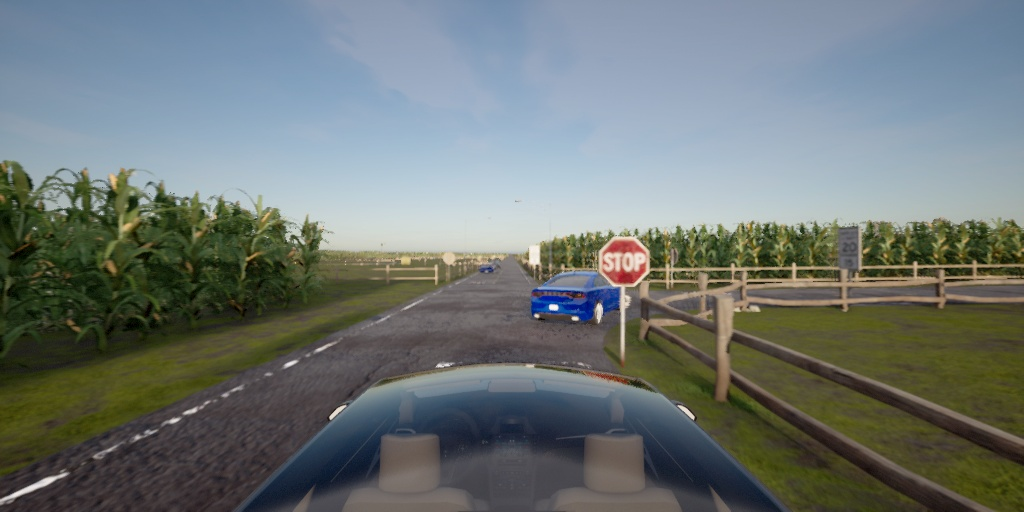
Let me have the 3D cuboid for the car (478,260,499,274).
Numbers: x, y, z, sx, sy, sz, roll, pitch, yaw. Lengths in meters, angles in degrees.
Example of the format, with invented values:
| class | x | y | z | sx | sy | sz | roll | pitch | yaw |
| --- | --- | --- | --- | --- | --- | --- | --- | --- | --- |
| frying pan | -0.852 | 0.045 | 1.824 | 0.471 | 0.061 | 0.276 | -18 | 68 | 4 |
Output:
| class | x | y | z | sx | sy | sz | roll | pitch | yaw |
| --- | --- | --- | --- | --- | --- | --- | --- | --- | --- |
| car | -2.851 | 1.448 | 42.148 | 1.895 | 1.301 | 4.718 | 0 | 0 | 0 |

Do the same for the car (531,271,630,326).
| class | x | y | z | sx | sy | sz | roll | pitch | yaw |
| --- | --- | --- | --- | --- | --- | --- | --- | --- | --- |
| car | 2.441 | 1.245 | 12.034 | 1.882 | 1.535 | 5.008 | -2 | 0 | 31 |

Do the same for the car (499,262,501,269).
| class | x | y | z | sx | sy | sz | roll | pitch | yaw |
| --- | --- | --- | --- | --- | --- | --- | --- | --- | --- |
| car | -2.817 | 1.384 | 58.773 | 1.837 | 1.490 | 4.892 | 0 | 0 | 1 |
